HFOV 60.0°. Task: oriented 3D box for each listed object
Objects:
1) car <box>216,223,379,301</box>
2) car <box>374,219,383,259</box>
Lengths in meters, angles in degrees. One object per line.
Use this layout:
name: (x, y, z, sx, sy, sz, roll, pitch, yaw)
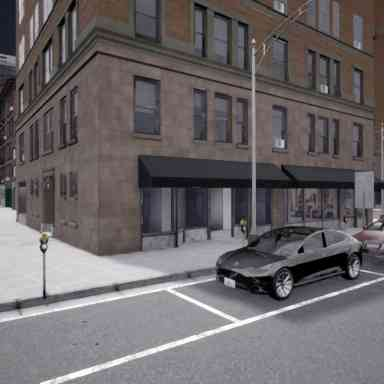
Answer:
car: (2.579, 1.565, 8.367, 4.313, 1.339, 1.947, 0, 0, -35)
car: (7.060, 1.581, 11.557, 4.206, 1.307, 1.802, 0, 0, -35)
